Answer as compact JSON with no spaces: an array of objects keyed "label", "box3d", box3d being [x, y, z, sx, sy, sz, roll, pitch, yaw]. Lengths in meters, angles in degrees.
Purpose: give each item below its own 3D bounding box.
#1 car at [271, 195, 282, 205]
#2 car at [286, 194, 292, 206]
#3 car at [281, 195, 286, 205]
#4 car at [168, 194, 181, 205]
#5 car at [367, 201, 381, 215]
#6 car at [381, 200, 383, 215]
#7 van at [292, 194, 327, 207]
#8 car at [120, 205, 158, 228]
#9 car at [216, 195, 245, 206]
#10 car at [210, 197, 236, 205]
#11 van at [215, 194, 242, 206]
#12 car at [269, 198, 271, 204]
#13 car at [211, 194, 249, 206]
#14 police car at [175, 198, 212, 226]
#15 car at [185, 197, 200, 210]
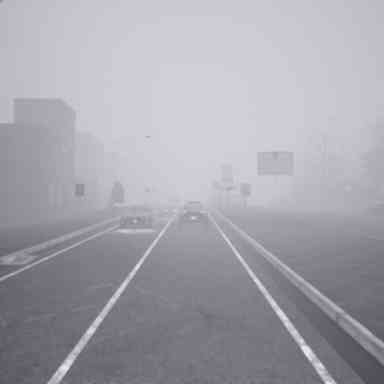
[{"label":"car","box3d":[18.431,1.437,62.651,5.566,2.045,2.435,0,-2,-1]},{"label":"car","box3d":[18.712,1.519,54.271,5.366,1.575,1.946,0,-1,0]},{"label":"car","box3d":[18.691,1.565,56.931,5.366,1.575,1.946,0,-1,0]},{"label":"car","box3d":[-3.337,1.456,62.765,2.150,2.045,5.566,0,-2,0]},{"label":"car","box3d":[18.686,1.424,30.682,4.674,1.452,2.002,0,0,0]},{"label":"car","box3d":[18.756,1.264,27.511,4.553,1.767,2.185,0,0,0]},{"label":"van","box3d":[18.432,1.255,51.478,4.442,1.987,1.878,0,-1,0]},{"label":"car","box3d":[-3.348,1.521,21.485,1.994,1.385,4.181,0,0,0]},{"label":"car","box3d":[6.284,1.404,54.945,4.553,1.767,2.185,0,-1,0]},{"label":"car","box3d":[6.140,1.805,67.084,5.008,1.535,2.097,0,-2,-1]},{"label":"van","box3d":[6.345,1.361,57.984,4.442,1.987,1.878,0,-1,0]},{"label":"car","box3d":[18.419,1.763,65.436,4.892,1.521,2.231,0,-2,-1]},{"label":"car","box3d":[6.092,1.483,52.024,5.366,1.575,1.946,0,-1,0]},{"label":"police car","box3d":[0.100,1.457,23.288,2.038,1.542,4.974,0,0,0]},{"label":"car","box3d":[0.089,1.447,42.125,1.812,1.442,4.674,0,0,0]}]
